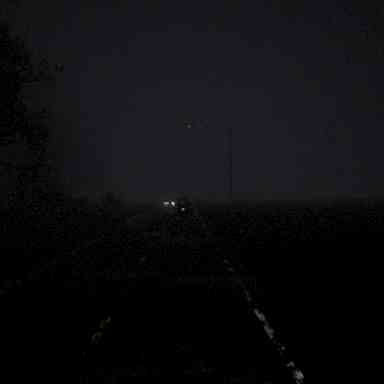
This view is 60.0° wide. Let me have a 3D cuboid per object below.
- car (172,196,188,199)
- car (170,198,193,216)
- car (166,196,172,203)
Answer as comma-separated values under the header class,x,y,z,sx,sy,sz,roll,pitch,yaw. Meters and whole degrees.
class,x,y,z,sx,sy,sz,roll,pitch,yaw
car,-1.224,1.394,44.471,2.097,1.767,4.553,0,0,-1
car,-0.870,1.590,33.311,1.994,1.385,4.181,0,0,-1
car,-4.844,1.610,73.810,1.812,1.442,4.674,0,0,-2
